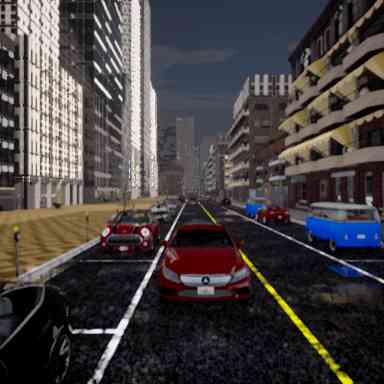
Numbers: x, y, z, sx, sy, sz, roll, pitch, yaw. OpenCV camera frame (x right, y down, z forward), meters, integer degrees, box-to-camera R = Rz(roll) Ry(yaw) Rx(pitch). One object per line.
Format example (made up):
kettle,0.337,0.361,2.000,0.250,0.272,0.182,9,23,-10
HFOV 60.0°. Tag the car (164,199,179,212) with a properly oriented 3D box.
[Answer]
car,-2.467,1.578,30.171,2.008,1.369,4.403,0,0,0

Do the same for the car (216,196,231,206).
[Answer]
car,5.793,1.631,57.822,1.947,1.339,4.313,0,0,0

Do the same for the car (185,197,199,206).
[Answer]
car,0.112,1.588,56.262,1.812,1.442,4.674,0,0,0

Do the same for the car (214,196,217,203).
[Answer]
car,5.767,1.601,63.513,1.752,1.417,4.829,0,0,0

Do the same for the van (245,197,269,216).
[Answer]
van,5.913,1.368,30.207,1.690,1.788,3.998,0,0,0

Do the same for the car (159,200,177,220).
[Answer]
car,-2.443,1.571,24.647,2.008,1.369,4.403,0,0,0

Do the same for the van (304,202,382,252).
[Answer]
van,5.985,1.350,13.639,1.690,1.788,3.998,0,0,0

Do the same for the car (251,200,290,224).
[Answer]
car,5.938,1.565,24.684,1.887,1.381,4.507,0,0,0

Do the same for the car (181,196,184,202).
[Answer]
car,-2.540,1.613,46.739,1.947,1.339,4.313,0,0,0

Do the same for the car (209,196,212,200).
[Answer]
car,5.695,1.655,79.913,1.887,1.381,4.507,0,0,0

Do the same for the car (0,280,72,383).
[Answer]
car,-2.346,1.567,2.557,1.947,1.339,4.313,0,0,0

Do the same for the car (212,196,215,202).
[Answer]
car,5.742,1.612,69.037,1.752,1.417,4.829,0,0,0

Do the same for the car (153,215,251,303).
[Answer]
car,0.232,1.531,8.345,1.812,1.442,4.674,0,0,0

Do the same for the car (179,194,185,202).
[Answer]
car,-2.685,1.676,79.877,1.947,1.339,4.313,0,0,0

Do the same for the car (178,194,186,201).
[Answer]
car,-2.735,1.451,90.922,2.192,1.841,5.009,0,0,0

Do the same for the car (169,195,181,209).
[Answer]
car,-2.492,1.473,35.694,1.967,1.590,4.097,0,0,0

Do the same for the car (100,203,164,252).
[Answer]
car,-2.395,1.449,13.603,1.967,1.590,4.097,0,0,0
